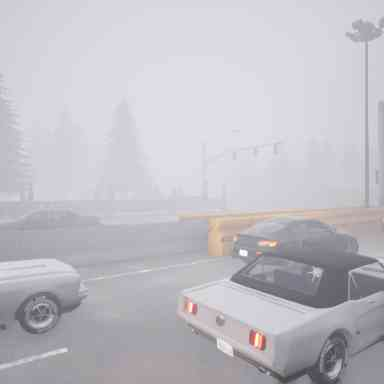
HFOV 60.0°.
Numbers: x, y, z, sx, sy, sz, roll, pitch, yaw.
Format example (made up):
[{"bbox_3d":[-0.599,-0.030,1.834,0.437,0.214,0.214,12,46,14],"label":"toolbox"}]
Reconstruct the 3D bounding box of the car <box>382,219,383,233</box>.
[{"bbox_3d":[10.661,1.408,15.598,4.674,1.442,1.812,-1,0,-36],"label":"car"}]

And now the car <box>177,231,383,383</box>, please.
[{"bbox_3d":[2.212,1.577,5.310,4.718,1.301,1.895,-1,0,-35],"label":"car"}]

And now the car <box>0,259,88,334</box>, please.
[{"bbox_3d":[-4.140,1.601,5.092,4.718,1.301,1.895,0,0,-35],"label":"car"}]

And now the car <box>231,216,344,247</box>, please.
[{"bbox_3d":[3.276,1.474,10.352,4.674,1.442,1.812,-1,0,-35],"label":"car"}]

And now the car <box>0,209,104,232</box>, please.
[{"bbox_3d":[-7.101,1.532,16.112,5.357,1.411,2.033,-1,0,-35],"label":"car"}]
